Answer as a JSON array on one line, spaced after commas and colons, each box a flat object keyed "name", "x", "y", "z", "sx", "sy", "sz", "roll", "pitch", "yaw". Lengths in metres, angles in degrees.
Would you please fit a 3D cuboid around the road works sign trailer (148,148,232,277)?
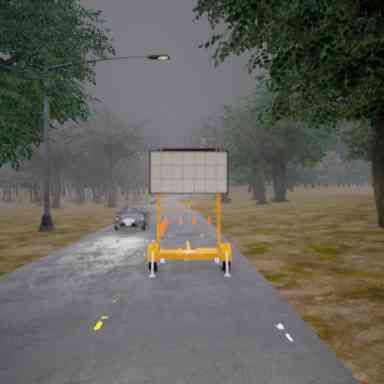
[{"name": "road works sign trailer", "x": -0.099, "y": 0.465, "z": 10.233, "sx": 2.380, "sy": 3.560, "sz": 2.880, "roll": 0, "pitch": 0, "yaw": -2}]

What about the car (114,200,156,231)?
[{"name": "car", "x": -3.610, "y": 1.499, "z": 20.734, "sx": 2.128, "sy": 1.511, "sz": 4.902, "roll": 0, "pitch": 0, "yaw": -3}]

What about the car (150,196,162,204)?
[{"name": "car", "x": -6.672, "y": 1.503, "z": 62.290, "sx": 2.097, "sy": 1.767, "sz": 4.553, "roll": 0, "pitch": 0, "yaw": -4}]
